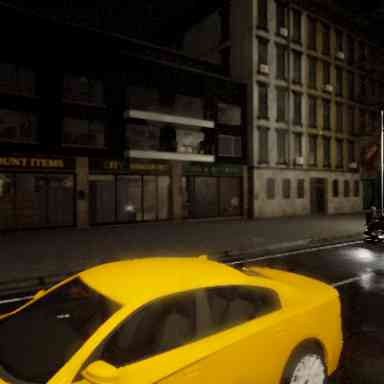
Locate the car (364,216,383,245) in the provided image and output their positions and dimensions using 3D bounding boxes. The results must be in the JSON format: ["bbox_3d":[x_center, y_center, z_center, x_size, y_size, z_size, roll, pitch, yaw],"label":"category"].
[{"bbox_3d":[9.308,1.490,14.304,4.892,1.490,1.837,0,0,-35],"label":"car"}]

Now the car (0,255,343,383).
[{"bbox_3d":[-0.558,1.476,3.254,5.008,1.535,1.882,0,0,-35],"label":"car"}]
